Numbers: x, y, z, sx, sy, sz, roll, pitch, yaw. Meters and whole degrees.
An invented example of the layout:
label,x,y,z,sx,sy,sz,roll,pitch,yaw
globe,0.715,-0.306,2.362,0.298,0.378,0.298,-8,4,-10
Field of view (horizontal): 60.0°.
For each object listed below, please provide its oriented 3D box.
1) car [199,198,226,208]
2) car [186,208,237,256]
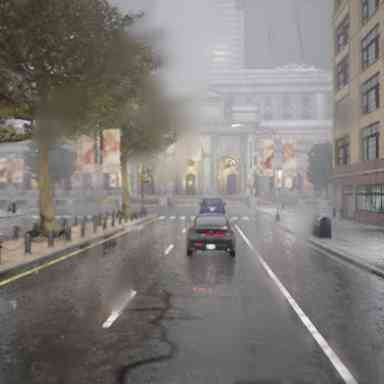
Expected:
label,x,y,z,sx,sy,sz,roll,pitch,yaw
car,1.764,1.498,28.602,2.150,2.045,5.566,0,0,4
car,0.815,1.646,13.924,1.837,1.490,4.892,0,0,4
